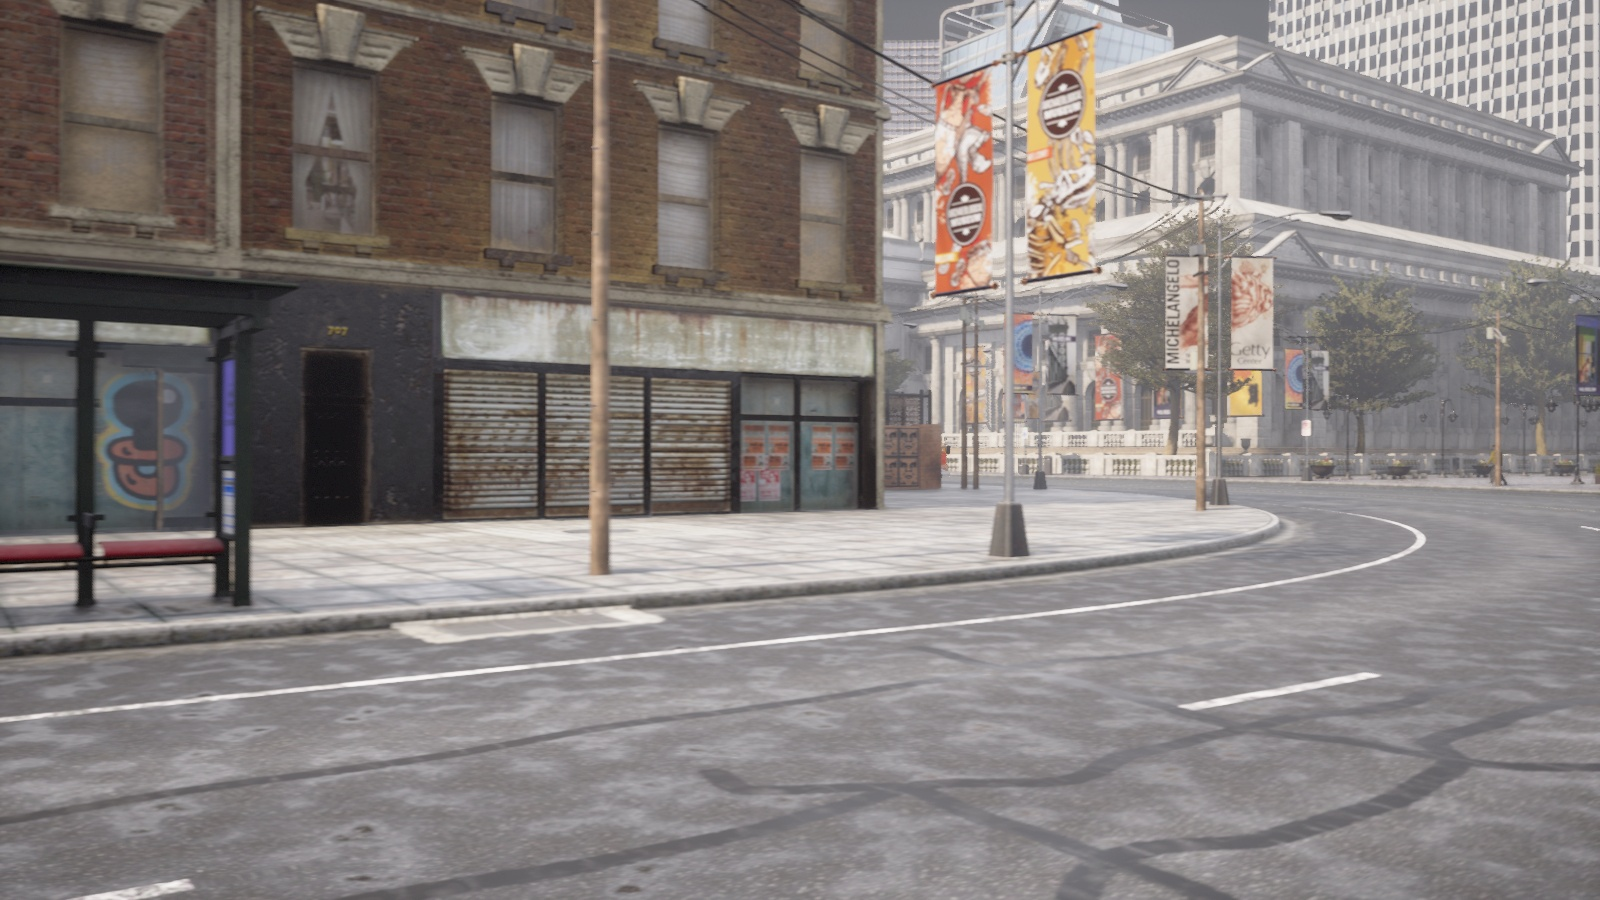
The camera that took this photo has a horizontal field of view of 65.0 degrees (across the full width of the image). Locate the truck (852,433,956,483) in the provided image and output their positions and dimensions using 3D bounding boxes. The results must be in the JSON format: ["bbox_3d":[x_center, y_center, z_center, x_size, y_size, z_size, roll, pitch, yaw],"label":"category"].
[{"bbox_3d":[5.307,0.405,64.535,2.627,2.467,5.204,0,0,-35],"label":"truck"}]

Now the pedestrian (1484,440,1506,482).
[{"bbox_3d":[30.015,0.471,54.236,0.431,1.840,0.709,0,0,-27],"label":"pedestrian"}]
